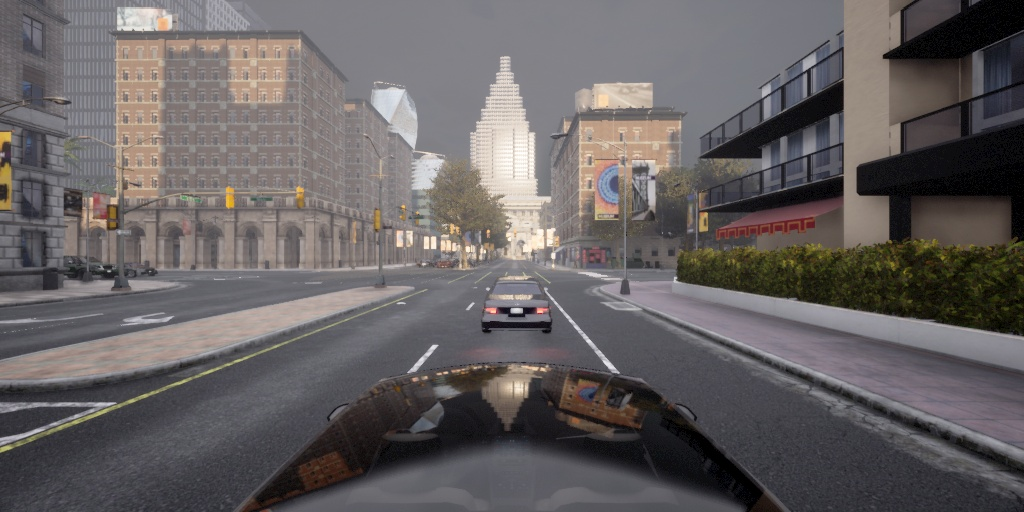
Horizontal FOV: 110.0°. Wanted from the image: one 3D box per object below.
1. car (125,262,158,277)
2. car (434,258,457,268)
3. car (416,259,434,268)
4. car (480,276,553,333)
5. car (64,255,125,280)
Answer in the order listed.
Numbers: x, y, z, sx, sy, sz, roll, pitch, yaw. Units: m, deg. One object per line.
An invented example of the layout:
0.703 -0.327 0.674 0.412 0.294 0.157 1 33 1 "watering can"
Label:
-36.838 1.314 34.530 4.181 1.385 1.994 0 0 0 "car"
-11.065 1.102 59.635 2.097 1.767 4.553 0 0 1 "car"
-14.535 1.242 61.520 2.128 1.511 4.902 0 0 1 "car"
0.143 1.297 10.709 2.033 1.411 5.357 0 0 1 "car"
-37.615 0.971 31.029 5.566 2.045 2.150 0 0 0 "car"
